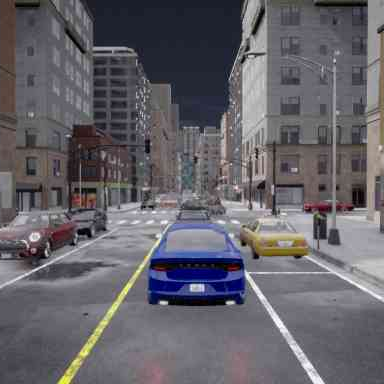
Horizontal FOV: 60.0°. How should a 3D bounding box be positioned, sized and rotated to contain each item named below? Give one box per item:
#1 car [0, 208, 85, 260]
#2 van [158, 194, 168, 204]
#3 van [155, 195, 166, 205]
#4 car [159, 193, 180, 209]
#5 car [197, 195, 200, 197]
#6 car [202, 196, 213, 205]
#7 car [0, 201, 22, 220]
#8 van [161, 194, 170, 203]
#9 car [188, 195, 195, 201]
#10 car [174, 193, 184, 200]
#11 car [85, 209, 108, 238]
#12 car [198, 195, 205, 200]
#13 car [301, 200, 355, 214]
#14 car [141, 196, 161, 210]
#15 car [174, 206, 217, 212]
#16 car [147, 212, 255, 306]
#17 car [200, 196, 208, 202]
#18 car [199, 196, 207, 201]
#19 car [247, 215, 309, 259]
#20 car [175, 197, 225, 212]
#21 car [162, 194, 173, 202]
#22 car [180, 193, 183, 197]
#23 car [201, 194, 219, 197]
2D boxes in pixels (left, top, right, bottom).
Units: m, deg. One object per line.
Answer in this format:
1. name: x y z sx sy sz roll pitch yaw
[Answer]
1. car: -5.696 1.442 12.207 1.967 1.590 4.097 -1 0 0
2. van: -5.783 1.399 66.920 1.690 1.788 3.998 -1 0 0
3. van: -5.775 1.394 61.334 1.690 1.788 3.998 -1 0 0
4. car: -3.171 1.391 46.900 2.097 1.767 4.553 0 0 0
5. car: 2.747 1.372 66.933 2.192 1.841 5.009 -1 0 0
6. car: 2.757 1.578 61.517 1.752 1.417 4.829 -1 0 0
7. car: -18.073 1.665 29.486 5.008 1.535 1.882 -1 1 -1
8. van: -5.792 1.403 72.506 1.690 1.788 3.998 -1 0 0
9. car: -0.131 1.538 84.471 1.895 1.301 4.718 0 0 0
10. car: -3.124 1.036 79.463 2.097 1.767 4.553 0 0 0
11. car: -5.704 1.571 17.703 1.947 1.339 4.313 -1 0 0
12. car: 2.714 1.624 94.862 2.008 1.369 4.403 -1 0 0
13. car: 13.308 1.458 32.848 4.718 1.301 1.895 -1 1 -1
14. car: -5.746 1.602 44.577 1.947 1.339 4.313 -1 0 0
15. car: 0.073 1.606 17.489 1.895 1.301 4.718 0 0 0
16. car: 0.084 1.478 8.126 1.882 1.535 5.008 0 0 0
17. car: 2.735 1.590 78.275 1.752 1.417 4.829 -1 0 0
18. car: 2.728 1.634 83.691 1.947 1.339 4.313 -1 0 0
19. car: 2.829 1.527 12.391 1.752 1.417 4.829 -1 0 0
20. car: 0.962 1.513 32.104 4.892 1.490 1.837 0 1 42
21. car: -5.801 1.380 78.092 2.192 1.841 5.009 -1 0 0
22. car: -3.152 1.279 63.895 2.150 2.045 5.566 0 0 0
23. car: 2.777 1.351 44.589 2.192 1.841 5.009 -1 0 0
